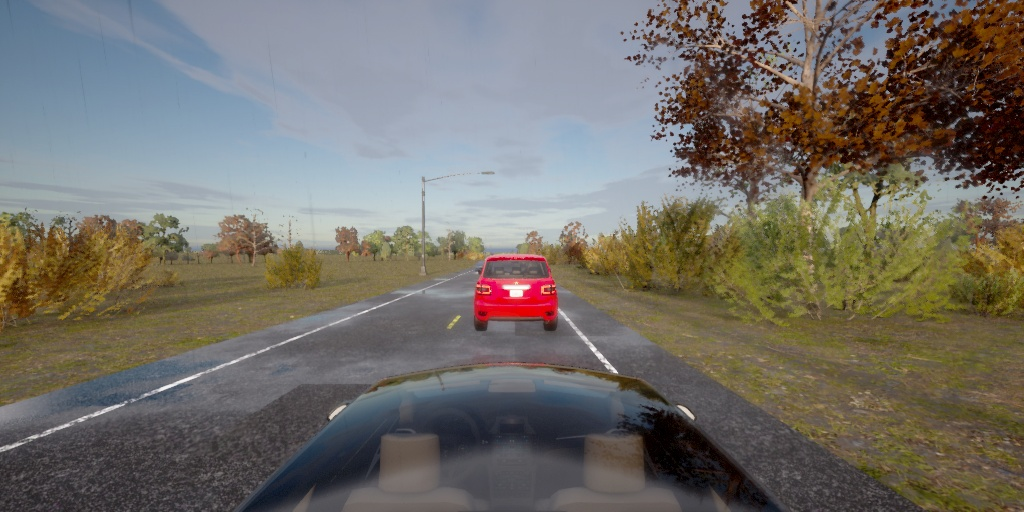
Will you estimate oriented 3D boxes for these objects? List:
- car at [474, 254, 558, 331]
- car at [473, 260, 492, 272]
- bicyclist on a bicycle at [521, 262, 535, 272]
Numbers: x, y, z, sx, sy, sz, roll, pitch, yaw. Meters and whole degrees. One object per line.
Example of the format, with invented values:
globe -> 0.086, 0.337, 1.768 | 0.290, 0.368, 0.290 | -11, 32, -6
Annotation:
car -> 0.093, 0.968, 11.091 | 2.150, 2.045, 5.566 | 0, 0, 0
car -> -3.769, 1.285, 46.305 | 2.033, 1.411, 5.357 | 0, 0, -1
bicyclist on a bicycle -> 0.946, 1.114, 18.797 | 0.659, 1.776, 1.843 | 0, 0, 0
